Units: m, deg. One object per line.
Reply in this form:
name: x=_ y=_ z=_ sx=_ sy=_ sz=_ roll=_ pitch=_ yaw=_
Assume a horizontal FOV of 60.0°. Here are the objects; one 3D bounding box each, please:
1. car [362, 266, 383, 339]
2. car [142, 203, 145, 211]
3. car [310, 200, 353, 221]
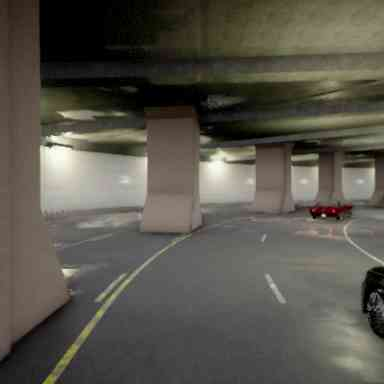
car: x=3.632 y=1.439 z=3.457 sx=2.128 sy=1.511 sz=4.902 roll=0 pitch=1 yaw=1
car: x=-2.595 y=1.117 z=30.023 sx=1.994 sy=1.385 sz=4.181 roll=0 pitch=1 yaw=35
car: x=10.108 y=1.244 z=23.864 sx=1.895 sy=1.301 sz=4.718 roll=1 pitch=1 yaw=38
